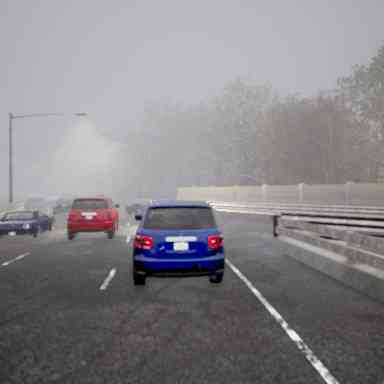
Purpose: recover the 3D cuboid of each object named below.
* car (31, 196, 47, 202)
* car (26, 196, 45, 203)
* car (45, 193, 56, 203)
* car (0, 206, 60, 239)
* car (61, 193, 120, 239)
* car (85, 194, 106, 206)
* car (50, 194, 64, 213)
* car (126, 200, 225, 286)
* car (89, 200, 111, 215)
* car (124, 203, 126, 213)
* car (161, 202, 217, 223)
[{"bbox_3d":[-38.931,1.738,84.557,4.718,1.301,1.895,0,0,40],"label":"car"},{"bbox_3d":[-32.195,1.450,67.761,1.882,1.535,5.008,0,0,-42],"label":"car"},{"bbox_3d":[-29.527,1.497,70.028,1.812,1.442,4.674,0,0,-42],"label":"car"},{"bbox_3d":[-8.661,1.631,17.564,1.895,1.301,4.718,0,0,-10],"label":"car"},{"bbox_3d":[-5.148,1.250,17.775,2.150,2.045,5.566,0,0,-10],"label":"car"},{"bbox_3d":[-16.991,1.312,58.529,2.150,2.045,5.566,0,0,-32],"label":"car"},{"bbox_3d":[-13.247,1.409,34.595,2.097,1.767,4.553,0,0,-19],"label":"car"},{"bbox_3d":[-0.492,1.236,9.663,2.150,2.045,5.566,0,0,-6],"label":"car"},{"bbox_3d":[-9.833,1.621,35.437,1.994,1.385,4.181,0,0,-19],"label":"car"},{"bbox_3d":[-5.908,1.559,34.782,1.837,1.490,4.892,0,0,-18],"label":"car"},{"bbox_3d":[-0.391,1.586,26.968,2.033,1.411,5.357,0,0,-33],"label":"car"}]
